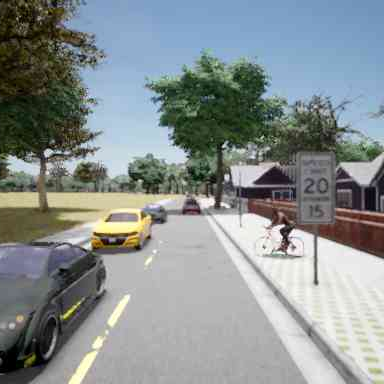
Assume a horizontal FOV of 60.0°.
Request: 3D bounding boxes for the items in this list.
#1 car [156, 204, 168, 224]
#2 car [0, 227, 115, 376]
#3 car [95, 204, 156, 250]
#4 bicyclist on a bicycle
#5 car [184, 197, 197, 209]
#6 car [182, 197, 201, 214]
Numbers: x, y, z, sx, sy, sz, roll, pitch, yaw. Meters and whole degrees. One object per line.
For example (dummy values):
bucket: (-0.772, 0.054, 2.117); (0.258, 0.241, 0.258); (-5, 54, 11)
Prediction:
car: (-2.932, 1.585, 25.119); (1.994, 1.385, 4.181); (0, 0, 0)
car: (-2.864, 1.571, 5.653); (1.994, 1.385, 4.181); (0, 0, 0)
car: (-2.902, 1.492, 14.606); (1.882, 1.535, 5.008); (0, 0, 0)
bicyclist on a bicycle: (2.793, 1.305, 10.648); (1.656, 1.620, 0.582); (1, 0, 0)
car: (-0.165, 1.508, 47.480); (1.837, 1.490, 4.892); (0, 1, 0)
car: (-0.040, 1.580, 36.272); (1.994, 1.385, 4.181); (0, 0, 0)
